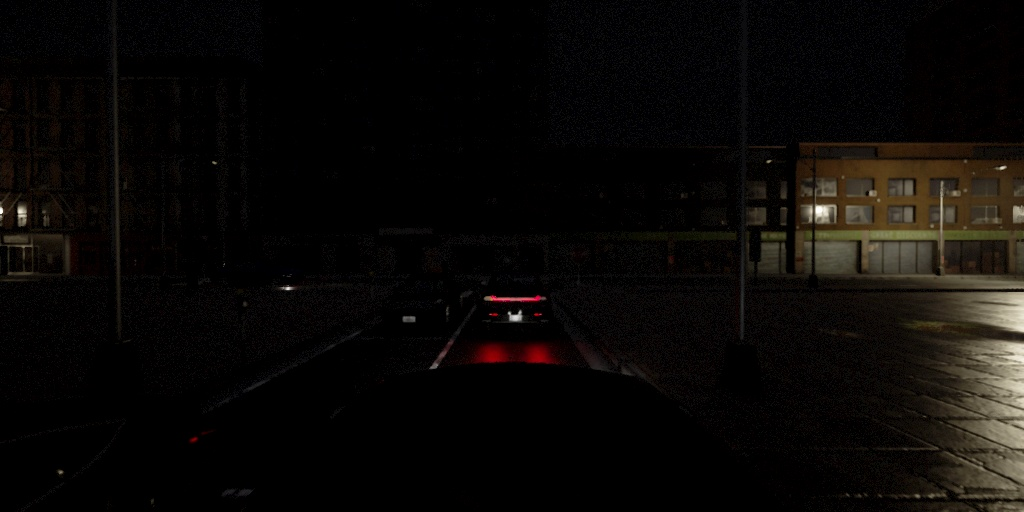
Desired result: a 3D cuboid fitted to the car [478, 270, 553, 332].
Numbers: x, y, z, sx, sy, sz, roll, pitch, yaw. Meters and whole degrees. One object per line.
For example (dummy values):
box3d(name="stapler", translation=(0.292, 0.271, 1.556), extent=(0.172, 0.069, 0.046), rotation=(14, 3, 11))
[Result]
box3d(name="car", translation=(0.078, 1.164, 10.490), extent=(2.128, 1.511, 4.902), rotation=(0, 0, 0))

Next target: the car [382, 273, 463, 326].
box3d(name="car", translation=(-2.637, 1.231, 11.377), extent=(1.948, 1.339, 4.313), rotation=(0, 0, 0))

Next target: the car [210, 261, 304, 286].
box3d(name="car", translation=(-15.494, 1.087, 21.974), extent=(5.008, 1.535, 1.882), rotation=(0, 1, 0))

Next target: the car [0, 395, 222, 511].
box3d(name="car", translation=(-2.638, 1.326, 0.473), extent=(1.948, 1.339, 4.313), rotation=(0, 0, 0))
